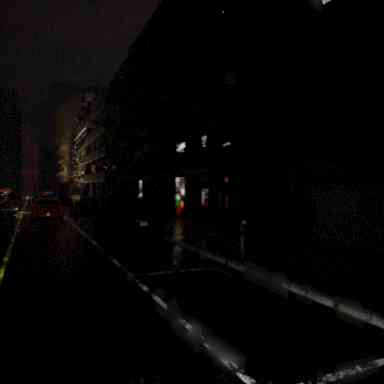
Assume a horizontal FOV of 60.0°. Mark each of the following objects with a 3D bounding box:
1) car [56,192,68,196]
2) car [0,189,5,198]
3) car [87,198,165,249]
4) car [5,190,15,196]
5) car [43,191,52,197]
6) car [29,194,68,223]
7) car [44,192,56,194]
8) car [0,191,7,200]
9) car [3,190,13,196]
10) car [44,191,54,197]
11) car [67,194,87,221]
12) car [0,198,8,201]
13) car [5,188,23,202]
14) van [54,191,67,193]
[{"bbox_3d":[-15.074,1.032,39.394,1.802,1.307,4.206,1,0,-26],"label":"car"},{"bbox_3d":[-29.957,0.610,50.978,1.752,1.417,4.829,1,0,-26],"label":"car"},{"bbox_3d":[-2.716,1.171,13.767,2.192,1.841,5.009,1,0,-26],"label":"car"},{"bbox_3d":[-44.856,0.226,81.885,1.947,1.339,4.313,1,0,-26],"label":"car"},{"bbox_3d":[-34.837,0.451,80.397,1.802,1.307,4.206,1,0,-26],"label":"car"},{"bbox_3d":[-9.618,1.137,22.047,1.882,1.535,5.008,1,0,-26],"label":"car"},{"bbox_3d":[-15.245,1.023,33.661,2.033,1.411,5.357,1,0,-25],"label":"car"},{"bbox_3d":[-32.504,0.591,56.258,1.802,1.307,4.206,1,0,-26],"label":"car"},{"bbox_3d":[-42.310,0.255,76.606,1.752,1.417,4.829,1,0,-26],"label":"car"},{"bbox_3d":[-32.366,0.520,75.272,1.802,1.307,4.206,1,0,-26],"label":"car"},{"bbox_3d":[-7.659,1.130,24.018,1.967,1.590,4.097,1,0,-26],"label":"car"},{"bbox_3d":[-9.225,1.206,13.916,2.128,1.511,4.902,1,0,-26],"label":"car"},{"bbox_3d":[-26.777,0.630,50.445,1.882,1.535,5.008,1,0,-25],"label":"car"},{"bbox_3d":[-17.537,0.714,44.517,1.690,1.788,3.998,1,0,-26],"label":"van"}]
